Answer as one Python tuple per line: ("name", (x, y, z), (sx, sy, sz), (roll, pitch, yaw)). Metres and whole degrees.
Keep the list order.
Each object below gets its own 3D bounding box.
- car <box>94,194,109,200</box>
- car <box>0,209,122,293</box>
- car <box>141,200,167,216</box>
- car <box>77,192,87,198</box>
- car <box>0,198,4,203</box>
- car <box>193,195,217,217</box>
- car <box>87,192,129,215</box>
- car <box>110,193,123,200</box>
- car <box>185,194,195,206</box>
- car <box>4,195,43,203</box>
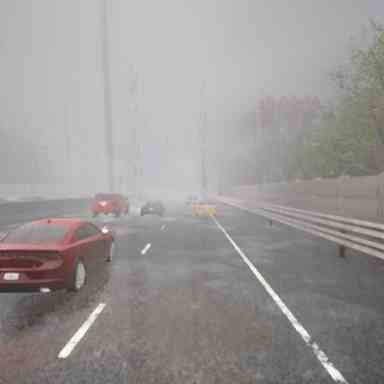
("car", (-21.020, 1.114, 77.263), (2.033, 1.411, 5.357), (0, 0, 0))
("car", (-3.402, 1.426, 8.756), (1.882, 1.535, 5.008), (0, 0, 0))
("car", (-3.406, 1.405, 29.996), (1.994, 1.385, 4.181), (0, 0, 0))
("car", (-24.520, 0.802, 75.409), (2.097, 1.767, 4.553), (0, 0, 0))
("car", (-21.098, 1.380, 35.737), (1.994, 1.385, 4.181), (0, 0, 0))
("car", (1.217, 1.300, 29.323), (1.801, 1.575, 5.366), (0, 0, 0))
("car", (-6.912, 1.068, 28.660), (2.150, 2.045, 5.566), (0, 0, 0))
("car", (-17.521, 1.074, 77.263), (1.837, 1.490, 4.892), (0, 0, 0))
("car", (0.000, 1.359, 49.541), (1.895, 1.301, 4.718), (0, 0, 0))
("car", (-17.599, 1.168, 35.742), (2.097, 1.767, 4.553), (0, 0, 0))
